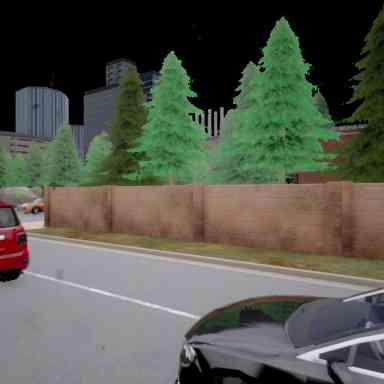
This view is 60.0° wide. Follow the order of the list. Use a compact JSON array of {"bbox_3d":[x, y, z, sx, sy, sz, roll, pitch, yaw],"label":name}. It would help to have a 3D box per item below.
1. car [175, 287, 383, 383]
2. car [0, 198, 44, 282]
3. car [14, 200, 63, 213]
[{"bbox_3d":[2.087,1.491,2.505,4.902,1.511,2.128,0,0,35],"label":"car"},{"bbox_3d":[-6.409,1.224,8.523,5.566,2.045,2.150,0,0,36],"label":"car"},{"bbox_3d":[-17.359,1.609,37.889,1.895,1.301,4.718,0,0,35],"label":"car"}]
